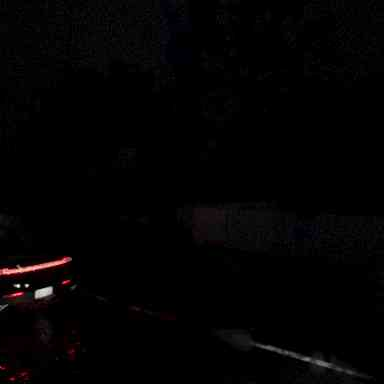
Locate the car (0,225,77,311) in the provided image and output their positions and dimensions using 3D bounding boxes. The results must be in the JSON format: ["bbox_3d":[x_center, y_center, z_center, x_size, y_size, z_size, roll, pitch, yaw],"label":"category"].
[{"bbox_3d":[-4.469,1.438,6.881,4.902,1.511,2.128,0,0,34],"label":"car"}]
